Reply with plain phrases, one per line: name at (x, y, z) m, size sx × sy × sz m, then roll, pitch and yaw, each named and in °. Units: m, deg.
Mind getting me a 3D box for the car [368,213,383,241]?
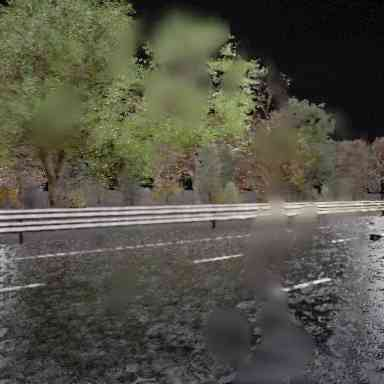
car at (9.757, 1.504, 15.048) m, size 4.674 × 1.442 × 1.812 m, roll 0°, pitch 0°, yaw -35°
